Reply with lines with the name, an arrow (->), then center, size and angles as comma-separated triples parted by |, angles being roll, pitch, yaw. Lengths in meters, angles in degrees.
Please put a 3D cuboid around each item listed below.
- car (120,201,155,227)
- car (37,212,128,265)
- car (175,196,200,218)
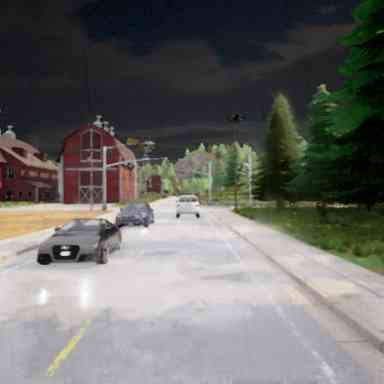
car -> -3.881, 1.463, 23.390 | 2.097, 1.767, 4.553 | 0, 0, 0
car -> -3.750, 1.628, 11.763 | 1.994, 1.385, 4.181 | 0, 0, -1
car -> -0.385, 1.353, 31.583 | 2.150, 2.045, 5.566 | 0, 0, -1
